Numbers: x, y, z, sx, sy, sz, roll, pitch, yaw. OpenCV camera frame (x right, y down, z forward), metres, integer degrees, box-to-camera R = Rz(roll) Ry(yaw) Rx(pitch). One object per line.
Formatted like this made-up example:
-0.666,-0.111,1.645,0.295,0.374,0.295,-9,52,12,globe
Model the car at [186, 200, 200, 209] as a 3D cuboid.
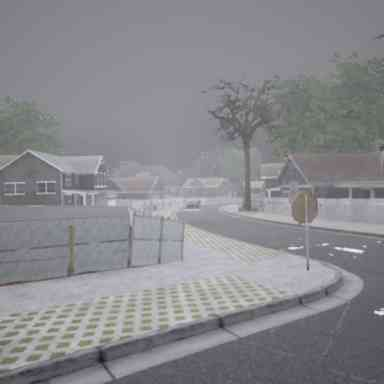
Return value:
0.258,2.076,54.947,1.994,1.385,4.181,-2,-1,8,car
